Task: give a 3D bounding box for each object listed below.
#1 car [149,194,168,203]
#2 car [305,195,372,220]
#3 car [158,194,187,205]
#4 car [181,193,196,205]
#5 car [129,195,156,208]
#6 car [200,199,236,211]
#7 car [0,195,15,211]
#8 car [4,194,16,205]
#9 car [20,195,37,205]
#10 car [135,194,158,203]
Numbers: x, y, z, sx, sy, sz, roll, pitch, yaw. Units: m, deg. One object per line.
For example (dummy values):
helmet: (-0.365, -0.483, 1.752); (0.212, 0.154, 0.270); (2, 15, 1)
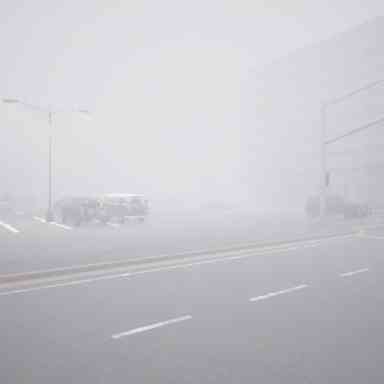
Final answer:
car: (-7.019, 1.407, 69.358); (2.097, 1.767, 4.553); (0, 0, -35)
car: (12.718, 1.277, 29.294); (2.150, 2.045, 5.566); (0, 0, -36)
car: (-3.540, 1.533, 58.443); (1.882, 1.535, 5.008); (0, 0, -36)
car: (-1.486, 1.277, 61.596); (2.150, 2.045, 5.566); (0, 0, -35)
car: (-8.967, 1.656, 59.847); (1.895, 1.301, 4.718); (0, 0, -35)
car: (3.262, 1.603, 42.525); (2.033, 1.411, 5.357); (0, 0, -35)
car: (-21.815, 1.451, 37.892); (1.970, 1.475, 3.806); (0, 0, -35)
car: (-29.692, 1.212, 53.715); (1.905, 1.878, 3.866); (0, 0, -35)
car: (-27.298, 1.209, 55.342); (1.932, 1.855, 4.605); (0, 0, -35)
car: (-8.953, 1.547, 66.022); (2.128, 1.511, 4.902); (0, 0, -35)
